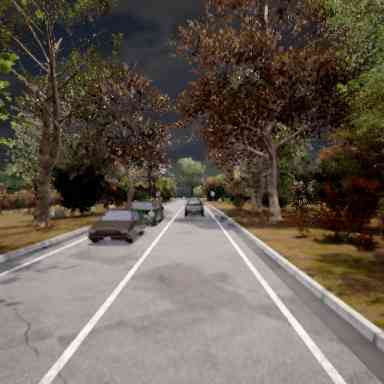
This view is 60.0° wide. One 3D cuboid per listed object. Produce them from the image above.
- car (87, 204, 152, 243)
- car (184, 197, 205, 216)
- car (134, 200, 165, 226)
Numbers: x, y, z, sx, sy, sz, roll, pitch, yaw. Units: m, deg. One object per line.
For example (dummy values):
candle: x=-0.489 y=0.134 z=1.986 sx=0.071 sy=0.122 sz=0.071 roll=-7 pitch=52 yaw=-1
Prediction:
car: x=-3.482 y=1.547 z=16.410 sx=2.033 sy=1.411 sz=5.357 roll=0 pitch=0 yaw=1
car: x=0.233 y=1.500 z=32.141 sx=2.128 sy=1.511 sz=4.902 roll=0 pitch=0 yaw=1
car: x=-3.341 y=1.403 z=23.135 sx=2.097 sy=1.767 sz=4.553 roll=0 pitch=0 yaw=0
